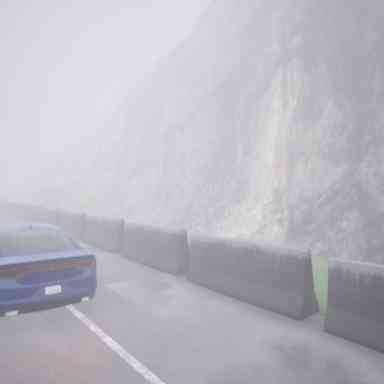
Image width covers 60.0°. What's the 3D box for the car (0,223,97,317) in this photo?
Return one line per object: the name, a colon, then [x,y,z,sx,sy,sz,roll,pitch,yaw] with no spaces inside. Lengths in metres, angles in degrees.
car: [-3.787,1.428,7.408,1.882,1.535,5.008,0,0,-38]
